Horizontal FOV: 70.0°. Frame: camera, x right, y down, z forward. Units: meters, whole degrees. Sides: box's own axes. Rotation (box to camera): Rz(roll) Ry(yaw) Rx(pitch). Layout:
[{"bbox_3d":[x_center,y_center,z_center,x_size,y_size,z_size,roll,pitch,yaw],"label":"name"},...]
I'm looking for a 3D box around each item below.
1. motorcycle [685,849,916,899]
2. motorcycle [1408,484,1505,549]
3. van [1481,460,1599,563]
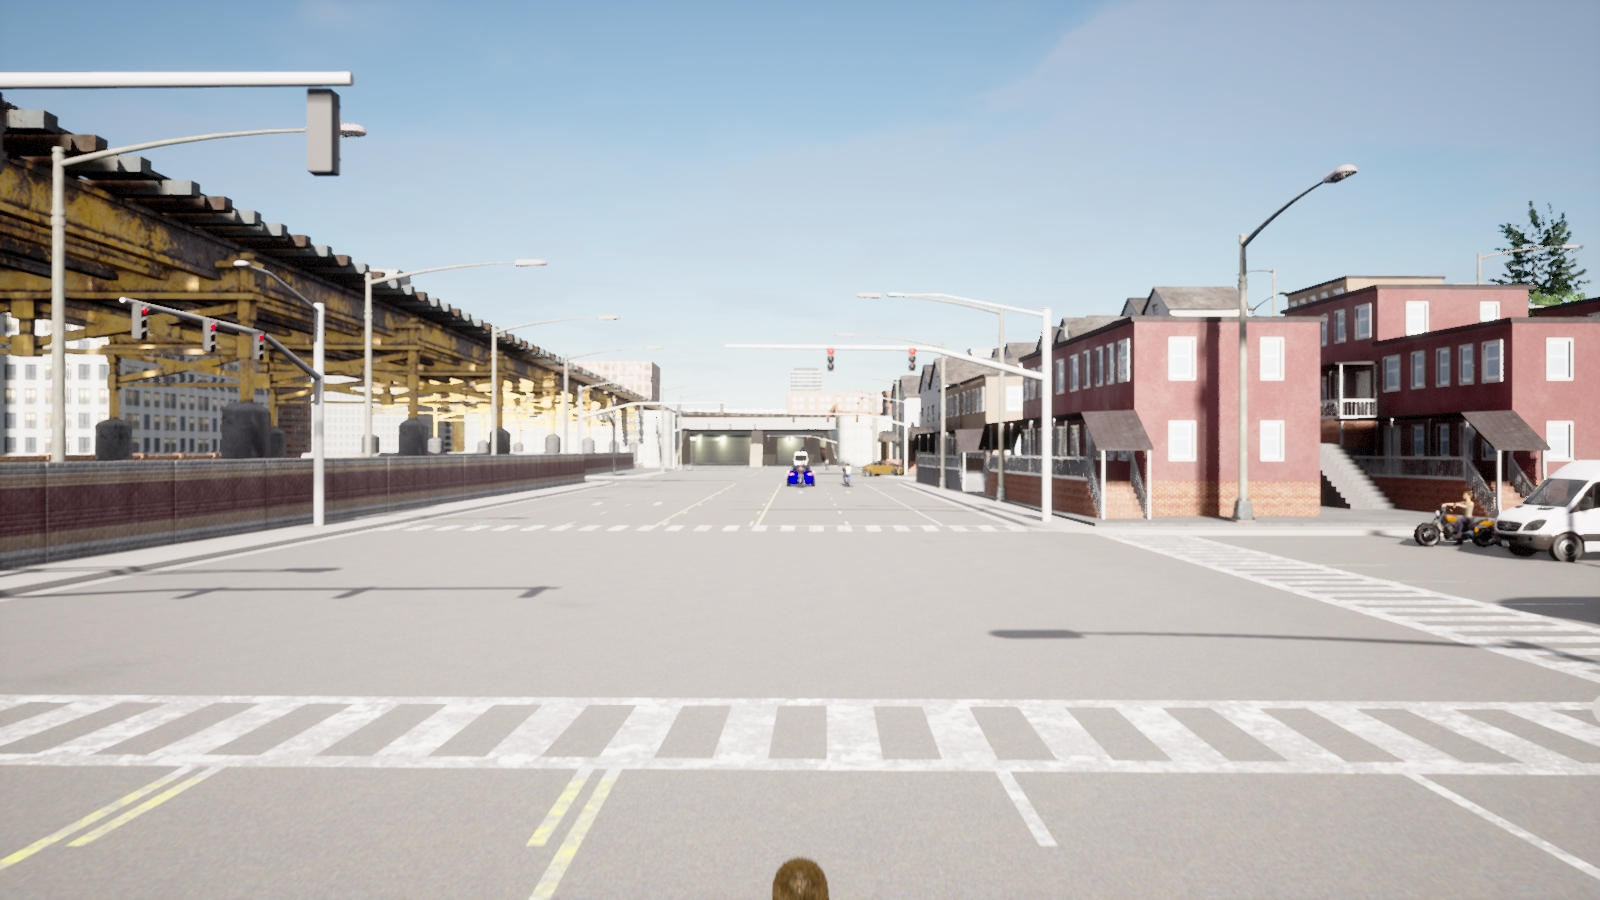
[{"bbox_3d":[0.002,2.174,3.453,0.803,1.224,2.033,0,0,0],"label":"motorcycle"},{"bbox_3d":[18.909,1.906,32.944,2.356,1.802,0.764,0,0,0],"label":"motorcycle"},{"bbox_3d":[21.097,1.534,29.440,5.915,2.561,1.988,0,0,0],"label":"van"}]
